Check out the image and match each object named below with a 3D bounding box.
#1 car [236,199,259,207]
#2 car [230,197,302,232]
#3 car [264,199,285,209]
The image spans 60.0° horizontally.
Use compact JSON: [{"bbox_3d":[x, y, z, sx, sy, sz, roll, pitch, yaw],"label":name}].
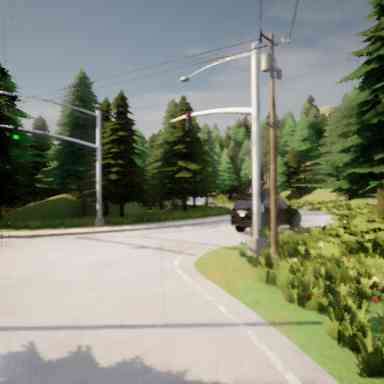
[{"bbox_3d":[10.132,2.042,61.335,1.895,1.301,4.718,0,-1,-25],"label":"car"},{"bbox_3d":[4.565,1.335,20.138,2.150,2.045,5.566,-1,-1,43],"label":"car"},{"bbox_3d":[12.633,1.843,51.322,1.812,1.442,4.674,-1,-1,-5],"label":"car"}]
